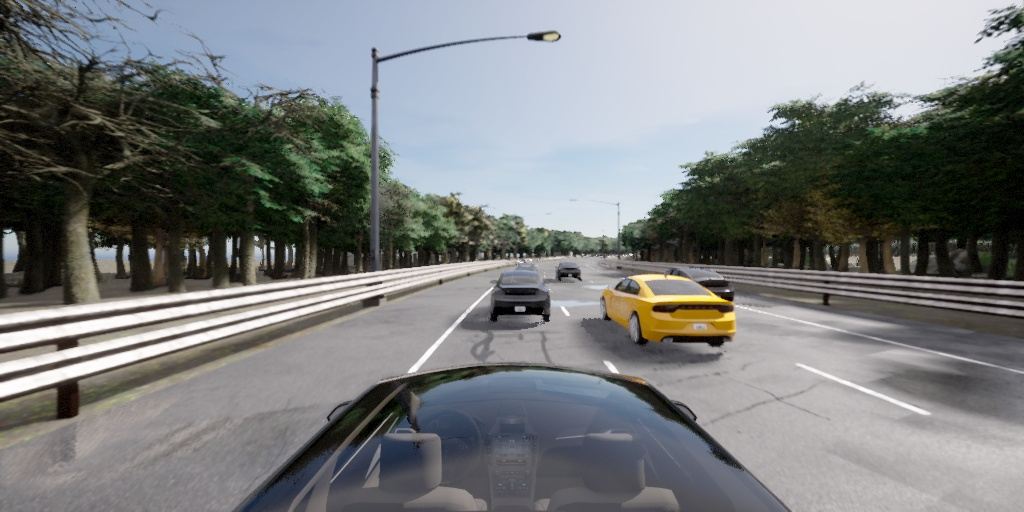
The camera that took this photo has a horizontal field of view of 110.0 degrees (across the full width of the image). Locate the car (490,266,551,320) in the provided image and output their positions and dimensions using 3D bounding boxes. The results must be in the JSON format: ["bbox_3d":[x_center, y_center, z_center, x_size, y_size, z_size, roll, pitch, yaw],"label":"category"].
[{"bbox_3d":[0.298,1.251,12.533,1.837,1.490,4.892,0,0,2],"label":"car"}]

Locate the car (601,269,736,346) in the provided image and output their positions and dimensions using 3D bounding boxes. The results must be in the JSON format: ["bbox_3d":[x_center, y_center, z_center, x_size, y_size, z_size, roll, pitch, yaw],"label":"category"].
[{"bbox_3d":[3.721,1.228,9.482,1.882,1.535,5.008,0,0,1],"label":"car"}]

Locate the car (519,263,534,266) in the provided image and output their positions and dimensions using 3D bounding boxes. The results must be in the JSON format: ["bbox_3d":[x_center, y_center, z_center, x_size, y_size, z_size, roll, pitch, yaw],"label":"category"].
[{"bbox_3d":[1.228,1.305,30.776,1.994,1.385,4.181,0,0,4],"label":"car"}]

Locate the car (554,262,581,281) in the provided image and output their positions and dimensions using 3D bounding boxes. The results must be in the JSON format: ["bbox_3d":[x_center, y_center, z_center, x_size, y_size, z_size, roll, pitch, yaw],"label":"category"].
[{"bbox_3d":[4.697,1.249,30.287,1.837,1.490,4.892,0,0,4],"label":"car"}]

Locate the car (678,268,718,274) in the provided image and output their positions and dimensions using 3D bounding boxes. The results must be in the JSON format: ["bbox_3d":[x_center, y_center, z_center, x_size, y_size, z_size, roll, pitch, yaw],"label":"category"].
[{"bbox_3d":[7.387,1.257,15.250,1.837,1.490,4.892,0,0,2],"label":"car"}]
